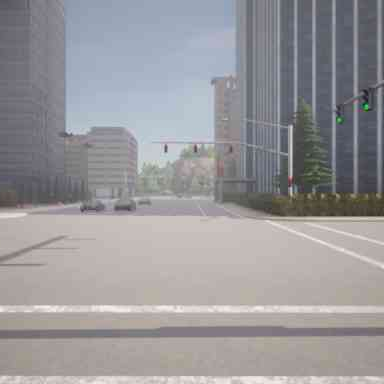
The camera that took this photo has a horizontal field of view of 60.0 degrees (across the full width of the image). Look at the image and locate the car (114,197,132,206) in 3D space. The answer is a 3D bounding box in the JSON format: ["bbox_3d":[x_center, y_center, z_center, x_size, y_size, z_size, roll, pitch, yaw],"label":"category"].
[{"bbox_3d":[-11.307,1.532,54.845,2.033,1.411,5.357,0,0,0],"label":"car"}]

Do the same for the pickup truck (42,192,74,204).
[{"bbox_3d":[-24.392,1.042,60.154,2.390,2.098,6.274,0,0,30],"label":"pickup truck"}]

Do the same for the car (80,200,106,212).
[{"bbox_3d":[-11.153,1.553,37.561,1.994,1.385,4.181,0,0,-1],"label":"car"}]

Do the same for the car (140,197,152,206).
[{"bbox_3d":[-7.806,1.510,55.354,1.812,1.442,4.674,0,0,-1],"label":"car"}]

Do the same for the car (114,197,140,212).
[{"bbox_3d":[-7.662,1.467,38.456,1.882,1.535,5.008,0,1,-1],"label":"car"}]
